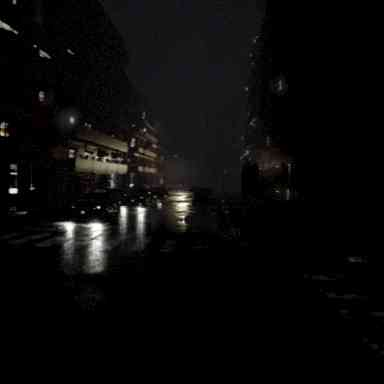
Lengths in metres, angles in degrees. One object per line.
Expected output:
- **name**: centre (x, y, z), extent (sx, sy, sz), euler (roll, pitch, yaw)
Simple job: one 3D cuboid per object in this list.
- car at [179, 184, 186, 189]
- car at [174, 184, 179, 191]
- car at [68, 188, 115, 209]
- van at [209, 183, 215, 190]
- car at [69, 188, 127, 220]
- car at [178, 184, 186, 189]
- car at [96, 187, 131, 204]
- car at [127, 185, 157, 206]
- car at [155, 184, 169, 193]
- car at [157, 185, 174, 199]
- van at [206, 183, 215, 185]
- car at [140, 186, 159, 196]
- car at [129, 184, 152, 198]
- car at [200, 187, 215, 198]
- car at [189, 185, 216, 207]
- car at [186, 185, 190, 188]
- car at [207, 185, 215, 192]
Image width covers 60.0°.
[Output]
- **car**: centre (-3.230, -1.419, 86.392), extent (2.008, 1.369, 4.403), euler (1, 2, 4)
- **car**: centre (-4.441, -0.881, 69.862), extent (1.802, 1.307, 4.206), euler (1, 2, 4)
- **car**: centre (-7.668, 0.459, 25.777), extent (2.008, 1.369, 4.403), euler (1, 2, 4)
- **van**: centre (5.531, -1.536, 91.287), extent (1.690, 1.788, 3.998), euler (1, 2, 4)
- **car**: centre (-5.510, 0.702, 19.618), extent (1.812, 1.442, 4.674), euler (2, 2, 4)
- **car**: centre (-2.828, -1.556, 91.904), extent (1.802, 1.307, 4.206), euler (1, 2, 4)
- **car**: centre (-7.266, 0.301, 31.288), extent (1.947, 1.339, 4.313), euler (1, 2, 4)
- **car**: centre (-4.740, 0.380, 29.898), extent (1.812, 1.442, 4.674), euler (2, 2, 4)
- **car**: centre (-5.260, -0.592, 58.670), extent (1.752, 1.417, 4.829), euler (1, 2, 4)
- **car**: centre (-3.961, 0.071, 40.491), extent (2.033, 1.411, 5.357), euler (2, 2, 5)
- **van**: centre (3.110, -0.520, 58.224), extent (1.690, 1.788, 3.998), euler (1, 2, 4)
- **car**: centre (-6.056, -0.199, 47.820), extent (1.802, 1.307, 4.206), euler (1, 2, 4)
- **car**: centre (-6.456, -0.169, 42.305), extent (1.967, 1.590, 4.097), euler (1, 2, 4)
- **car**: centre (2.300, 0.031, 47.210), extent (2.008, 1.369, 4.403), euler (1, 2, 4)
- **car**: centre (1.091, 0.437, 30.675), extent (1.967, 1.590, 4.097), euler (1, 2, 4)
- **car**: centre (0.497, -0.446, 59.290), extent (1.812, 1.442, 4.674), euler (2, 2, 4)
- **car**: centre (4.317, -0.826, 74.763), extent (1.887, 1.381, 4.507), euler (1, 2, 4)
